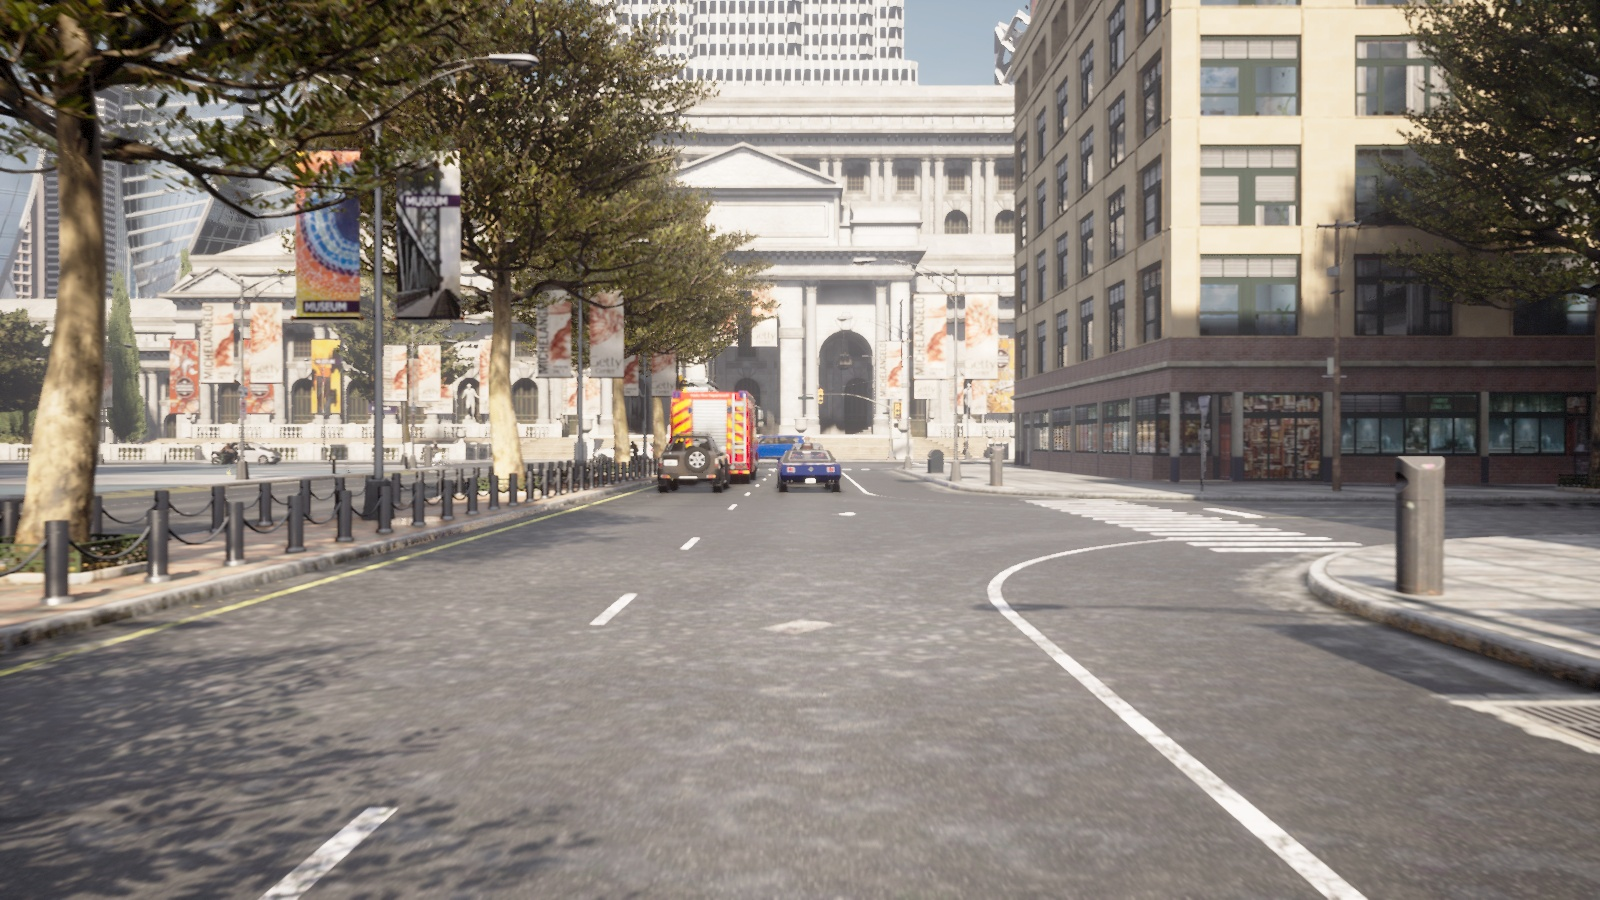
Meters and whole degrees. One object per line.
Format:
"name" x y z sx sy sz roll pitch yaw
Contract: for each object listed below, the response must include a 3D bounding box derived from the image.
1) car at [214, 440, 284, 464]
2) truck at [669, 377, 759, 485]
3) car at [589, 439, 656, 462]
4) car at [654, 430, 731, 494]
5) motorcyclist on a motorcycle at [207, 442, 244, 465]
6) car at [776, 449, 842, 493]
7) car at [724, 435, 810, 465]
"car" -37.636 0.131 85.795 3.988 1.617 1.851 0 0 0
"truck" -3.207 -0.697 48.974 2.891 3.827 8.468 0 0 0
"car" -13.043 0.059 92.560 4.611 1.667 2.242 0 0 1
"car" -3.264 0.341 38.973 1.932 1.855 4.605 0 0 1
"motorcyclist on a motorcycle" -37.631 0.235 82.295 2.044 1.523 0.797 0 0 0
"car" 0.227 0.623 39.770 1.895 1.301 4.718 0 0 -2
"car" -2.264 -0.023 86.378 5.566 2.045 2.150 0 0 -24
